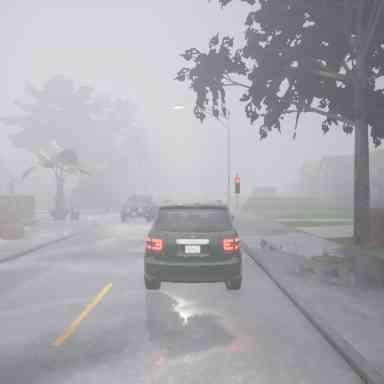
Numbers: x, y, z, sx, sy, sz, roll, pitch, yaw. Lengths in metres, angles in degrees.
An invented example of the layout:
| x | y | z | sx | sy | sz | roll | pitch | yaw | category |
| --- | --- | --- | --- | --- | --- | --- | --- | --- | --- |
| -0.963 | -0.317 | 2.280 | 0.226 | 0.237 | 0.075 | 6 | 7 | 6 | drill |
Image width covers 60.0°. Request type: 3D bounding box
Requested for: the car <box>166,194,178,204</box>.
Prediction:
| x | y | z | sx | sy | sz | roll | pitch | yaw | category |
| --- | --- | --- | --- | --- | --- | --- | --- | --- | --- |
| -4.029 | 1.351 | 66.886 | 2.097 | 1.767 | 4.553 | 0 | 0 | 0 | car |

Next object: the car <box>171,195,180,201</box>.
| x | y | z | sx | sy | sz | roll | pitch | yaw | category |
| --- | --- | --- | --- | --- | --- | --- | --- | --- | --- |
| -4.006 | 1.509 | 81.742 | 2.128 | 1.511 | 4.902 | 0 | 0 | 0 | car |

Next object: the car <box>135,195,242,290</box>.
| x | y | z | sx | sy | sz | roll | pitch | yaw | category |
| --- | --- | --- | --- | --- | --- | --- | --- | --- | --- |
| 0.036 | 1.221 | 9.228 | 2.150 | 2.045 | 5.566 | 0 | 0 | 0 | car |

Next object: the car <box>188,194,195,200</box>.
| x | y | z | sx | sy | sz | roll | pitch | yaw | category |
| --- | --- | --- | --- | --- | --- | --- | --- | --- | --- |
| -0.007 | 1.356 | 88.183 | 1.812 | 1.442 | 4.674 | 0 | 0 | 0 | car |

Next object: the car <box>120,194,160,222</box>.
| x | y | z | sx | sy | sz | roll | pitch | yaw | category |
| --- | --- | --- | --- | --- | --- | --- | --- | --- | --- |
| -4.103 | 1.222 | 26.335 | 2.150 | 2.045 | 5.566 | 0 | 0 | 0 | car |

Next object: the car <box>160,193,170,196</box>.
| x | y | z | sx | sy | sz | roll | pitch | yaw | category |
| --- | --- | --- | --- | --- | --- | --- | --- | --- | --- |
| -4.104 | 1.221 | 49.228 | 2.150 | 2.045 | 5.566 | 0 | 0 | 0 | car |
